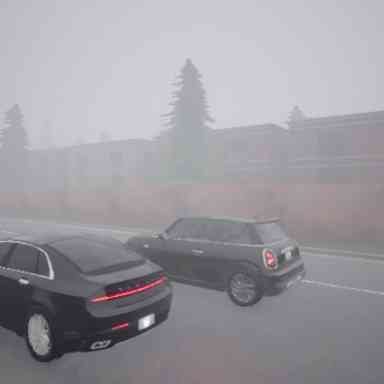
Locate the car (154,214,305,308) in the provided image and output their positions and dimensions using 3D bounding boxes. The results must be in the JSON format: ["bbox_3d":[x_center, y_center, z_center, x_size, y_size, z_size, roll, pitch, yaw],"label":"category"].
[{"bbox_3d":[0.254,1.306,8.099,4.553,1.767,2.097,1,0,36],"label":"car"}]

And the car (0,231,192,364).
[{"bbox_3d":[-2.574,1.449,5.821,4.892,1.490,1.837,1,0,36],"label":"car"}]
